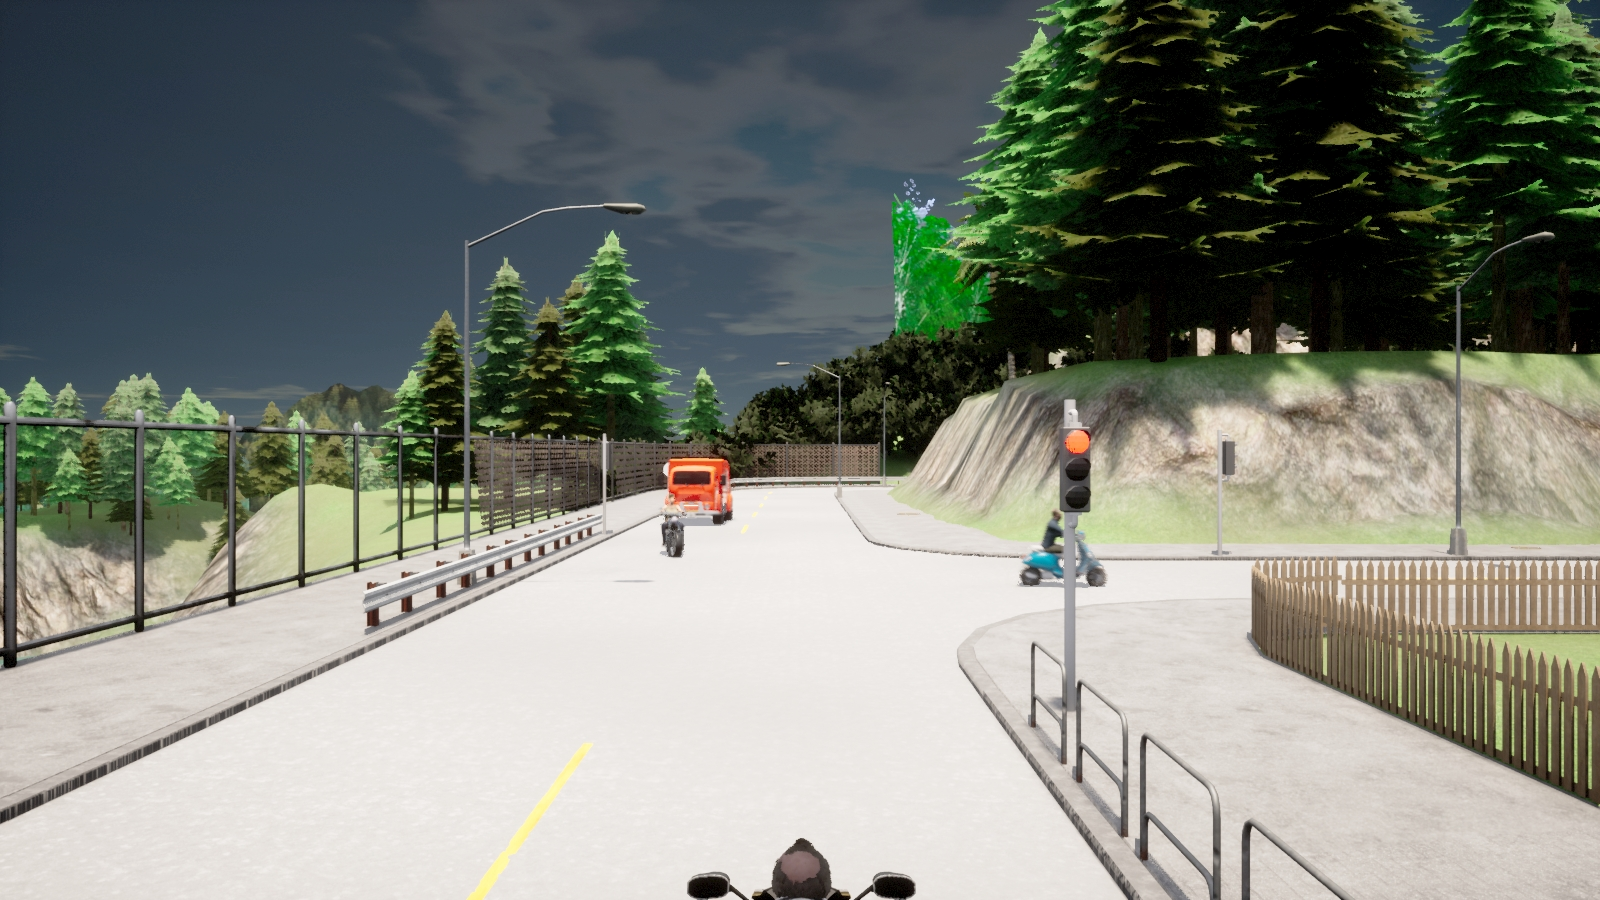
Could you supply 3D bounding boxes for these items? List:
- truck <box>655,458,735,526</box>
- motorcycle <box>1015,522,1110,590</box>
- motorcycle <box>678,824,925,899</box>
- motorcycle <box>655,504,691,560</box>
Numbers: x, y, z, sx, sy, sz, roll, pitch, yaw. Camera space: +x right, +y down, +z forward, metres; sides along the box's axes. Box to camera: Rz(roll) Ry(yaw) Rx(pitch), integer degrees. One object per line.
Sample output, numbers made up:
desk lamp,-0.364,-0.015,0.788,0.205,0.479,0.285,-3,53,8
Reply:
truck,-3.956,1.584,44.053,2.627,2.467,5.204,0,-1,0
motorcycle,5.342,2.142,23.342,1.805,1.316,0.856,0,-2,8
motorcycle,0.004,2.205,3.723,0.867,1.251,2.209,0,0,0
motorcycle,-3.397,2.155,30.324,0.764,1.307,2.356,1,0,-10
